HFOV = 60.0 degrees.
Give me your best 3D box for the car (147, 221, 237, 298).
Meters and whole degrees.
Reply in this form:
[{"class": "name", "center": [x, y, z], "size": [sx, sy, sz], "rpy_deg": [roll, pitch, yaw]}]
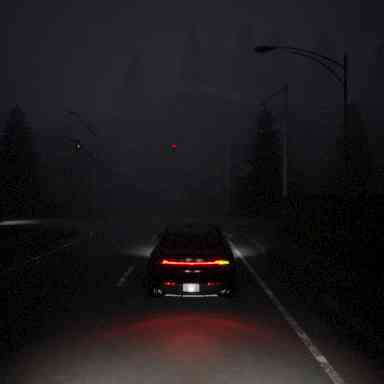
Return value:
[{"class": "car", "center": [0.025, 1.505, 8.514], "size": [1.837, 1.490, 4.892], "rpy_deg": [0, 0, 1]}]
